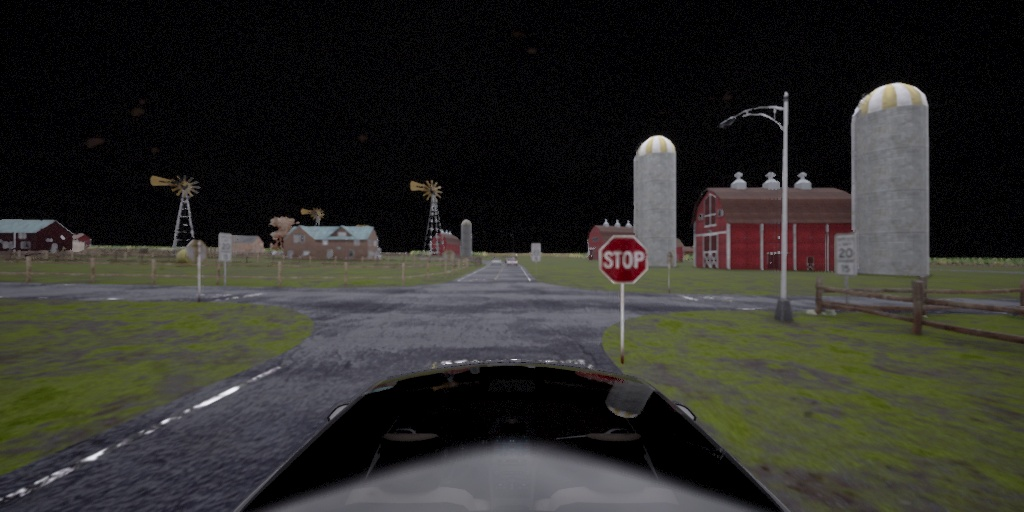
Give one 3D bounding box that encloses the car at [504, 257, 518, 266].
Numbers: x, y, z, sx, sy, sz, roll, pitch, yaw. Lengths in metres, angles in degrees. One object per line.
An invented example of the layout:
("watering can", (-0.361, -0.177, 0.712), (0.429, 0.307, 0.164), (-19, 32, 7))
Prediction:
("car", (-0.009, 1.078, 62.767), (1.895, 1.301, 4.718), (0, 0, -2))
